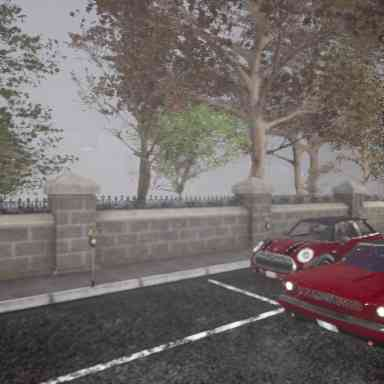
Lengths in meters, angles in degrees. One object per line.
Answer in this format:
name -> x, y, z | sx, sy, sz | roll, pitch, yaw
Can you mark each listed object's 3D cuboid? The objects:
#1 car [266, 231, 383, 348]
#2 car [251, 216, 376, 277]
car -> 3.727, 1.595, 6.023 | 4.718, 1.301, 1.895 | 0, 0, -35
car -> 3.506, 1.433, 9.061 | 4.097, 1.590, 1.967 | 0, 0, -36
